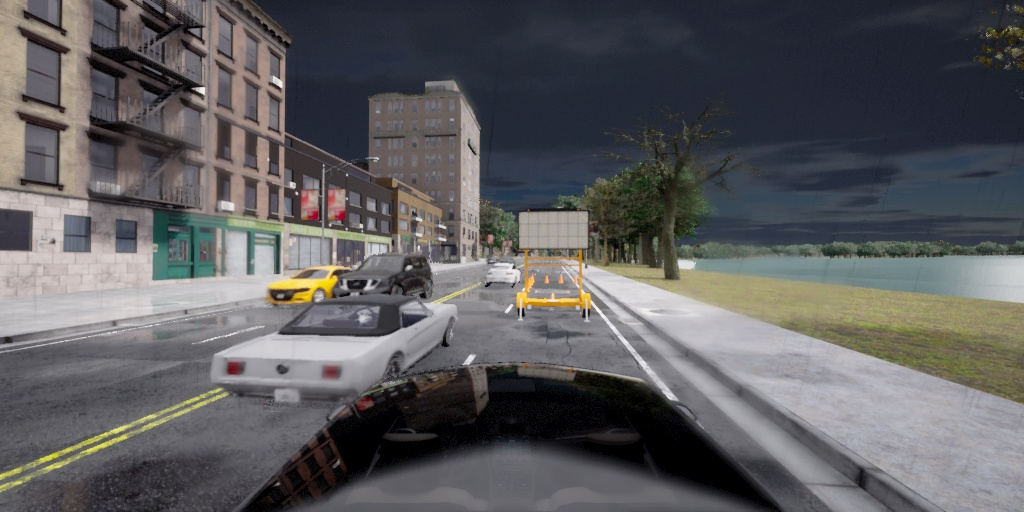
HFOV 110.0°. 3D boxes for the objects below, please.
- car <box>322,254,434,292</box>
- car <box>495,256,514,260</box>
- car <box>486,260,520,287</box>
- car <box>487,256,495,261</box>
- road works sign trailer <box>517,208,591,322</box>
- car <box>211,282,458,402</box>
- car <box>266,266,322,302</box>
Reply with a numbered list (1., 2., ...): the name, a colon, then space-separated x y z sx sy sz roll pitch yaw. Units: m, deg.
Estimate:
1. car: -4.959 0.938 14.730 2.150 2.045 5.566 0 0 6
2. car: -0.778 0.760 52.917 2.097 1.767 4.553 0 1 6
3. car: -0.521 1.181 23.484 1.812 1.442 4.674 0 0 7
4. car: -3.114 0.814 61.287 2.128 1.511 4.902 0 1 6
5. road works sign trailer: 1.411 0.188 12.272 2.380 3.560 2.880 0 0 6
6. car: -2.397 1.349 6.423 1.895 1.301 4.718 0 0 6
7. car: -8.144 1.190 15.502 1.882 1.535 5.008 0 0 6
